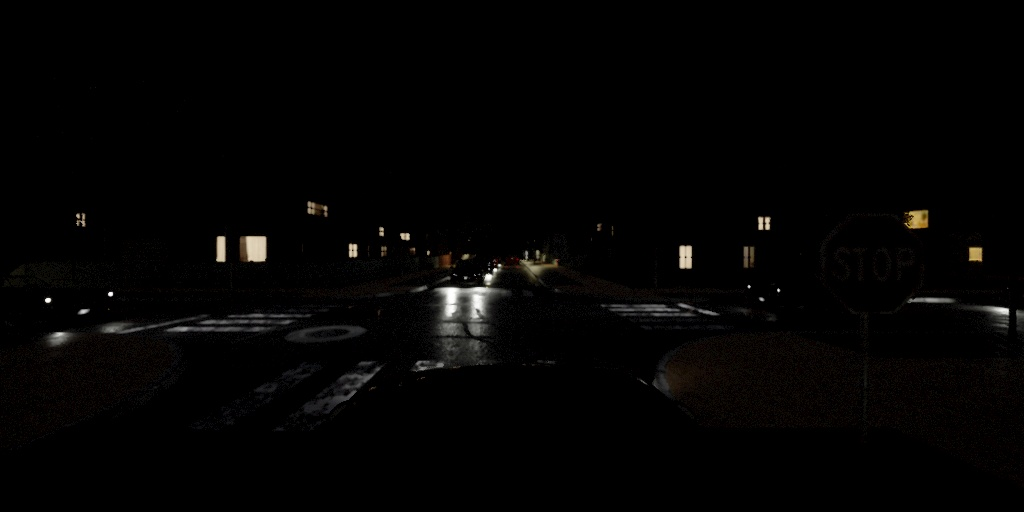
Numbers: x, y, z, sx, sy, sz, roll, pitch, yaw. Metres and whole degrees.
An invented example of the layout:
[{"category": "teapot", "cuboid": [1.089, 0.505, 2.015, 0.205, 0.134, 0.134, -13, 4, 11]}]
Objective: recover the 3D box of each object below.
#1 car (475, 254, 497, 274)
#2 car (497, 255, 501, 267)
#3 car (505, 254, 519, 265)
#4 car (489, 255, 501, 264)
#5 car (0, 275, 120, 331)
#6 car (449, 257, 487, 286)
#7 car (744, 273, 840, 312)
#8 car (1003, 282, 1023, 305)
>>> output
[{"category": "car", "cuboid": [-2.833, 0.681, 33.491, 2.097, 1.767, 4.553, 0, 1, 0]}, {"category": "car", "cuboid": [-2.819, 0.568, 43.783, 2.097, 1.767, 4.553, 0, 1, 0]}, {"category": "car", "cuboid": [0.074, 0.462, 54.808, 2.097, 1.767, 4.553, 0, 0, 1]}, {"category": "car", "cuboid": [-2.725, 0.601, 59.265, 1.812, 1.442, 4.674, 0, 0, 0]}, {"category": "car", "cuboid": [-13.627, 1.162, 9.486, 4.718, 1.301, 1.895, 0, 0, -3]}, {"category": "car", "cuboid": [-2.730, 0.973, 22.481, 1.837, 1.490, 4.892, 0, 0, -3]}, {"category": "car", "cuboid": [11.273, 1.268, 13.147, 4.718, 1.301, 1.895, 0, 0, -3]}, {"category": "car", "cuboid": [21.595, 1.242, 13.476, 4.674, 1.442, 1.812, 0, 0, -2]}]
